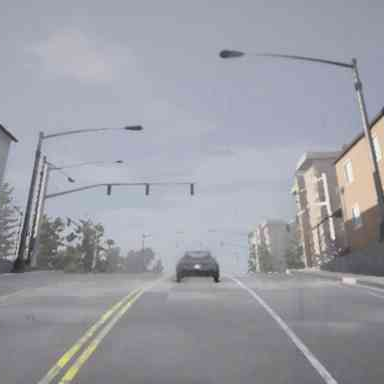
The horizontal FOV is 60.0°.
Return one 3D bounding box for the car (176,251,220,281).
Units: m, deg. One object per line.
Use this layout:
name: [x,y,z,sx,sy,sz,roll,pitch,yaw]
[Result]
car: [0.300,3.569,16.289,1.994,1.385,4.181,0,-11,2]
